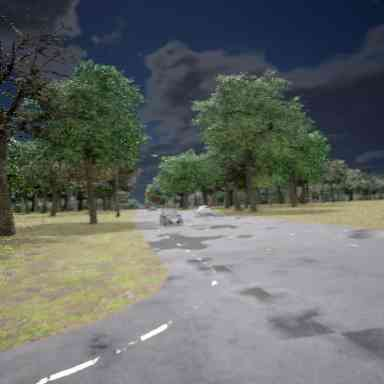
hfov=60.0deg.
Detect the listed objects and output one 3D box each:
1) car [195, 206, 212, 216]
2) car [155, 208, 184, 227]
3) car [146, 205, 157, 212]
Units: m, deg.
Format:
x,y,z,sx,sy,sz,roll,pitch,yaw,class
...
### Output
x,y,z,sx,sy,sz,roll,pitch,yaw,class
1.638,2.783,49.045,1.812,1.442,4.674,-3,-1,-12,car
-2.111,2.578,33.132,2.128,1.511,4.902,-3,-1,-12,car
-10.429,4.508,88.647,1.994,1.385,4.181,-3,-2,-10,car
